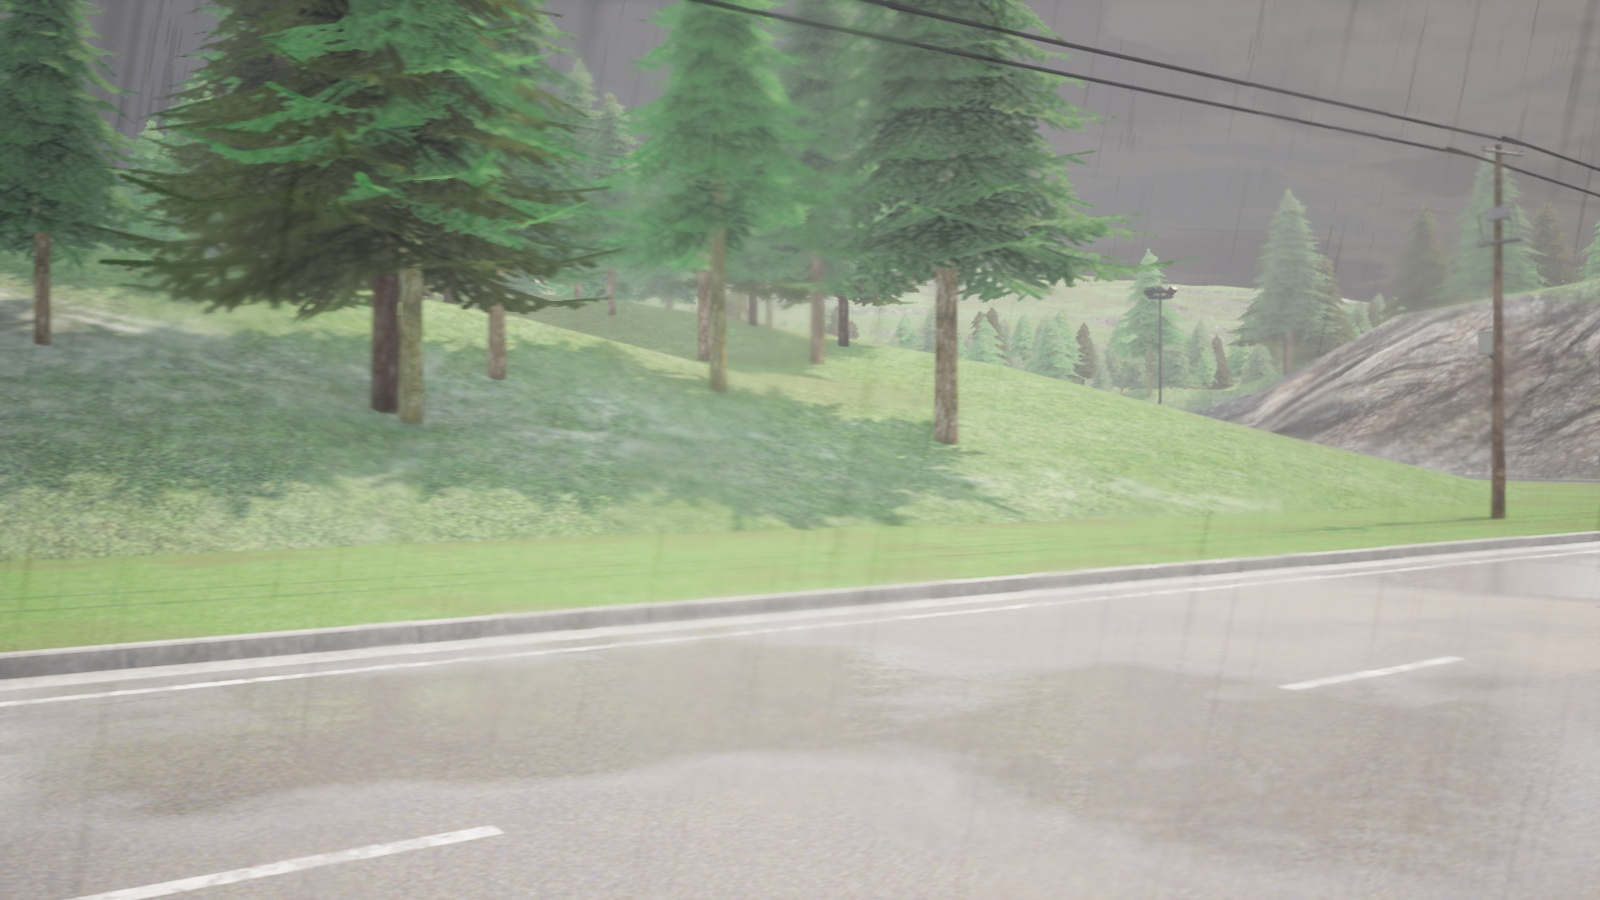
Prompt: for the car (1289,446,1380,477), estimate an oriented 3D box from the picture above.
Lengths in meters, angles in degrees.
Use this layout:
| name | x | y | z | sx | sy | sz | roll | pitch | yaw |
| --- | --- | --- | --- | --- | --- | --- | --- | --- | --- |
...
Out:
| name | x | y | z | sx | sy | sz | roll | pitch | yaw |
| --- | --- | --- | --- | --- | --- | --- | --- | --- | --- |
| car | 31.668 | 0.645 | 74.499 | 2.097 | 1.767 | 4.553 | 0 | 0 | -32 |
